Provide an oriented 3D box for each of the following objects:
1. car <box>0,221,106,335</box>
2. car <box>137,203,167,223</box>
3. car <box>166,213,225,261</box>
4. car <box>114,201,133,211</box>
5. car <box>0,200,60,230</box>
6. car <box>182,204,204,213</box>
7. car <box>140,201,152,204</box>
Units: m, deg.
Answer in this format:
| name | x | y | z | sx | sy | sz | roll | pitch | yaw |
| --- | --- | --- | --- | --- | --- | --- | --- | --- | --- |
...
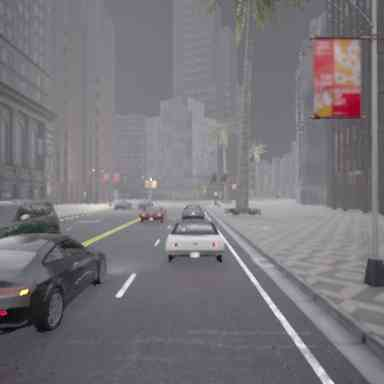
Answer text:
| name | x | y | z | sx | sy | sz | roll | pitch | yaw |
| --- | --- | --- | --- | --- | --- | --- | --- | --- | --- |
| car | -3.147 | 1.579 | 6.796 | 1.812 | 1.442 | 4.674 | 0 | 0 | 0 |
| car | -3.149 | 1.827 | 27.948 | 1.895 | 1.301 | 4.718 | 0 | 0 | 0 |
| car | 0.100 | 1.701 | 12.643 | 1.895 | 1.301 | 4.718 | 0 | 0 | 0 |
| car | -9.864 | 1.948 | 48.126 | 2.033 | 1.411 | 5.357 | 0 | 0 | 0 |
| car | -6.600 | 1.315 | 11.810 | 2.150 | 2.045 | 5.566 | 0 | 0 | 0 |
| car | 0.100 | 1.807 | 30.014 | 1.994 | 1.385 | 4.181 | 0 | 0 | 0 |
| car | -6.619 | 1.945 | 47.836 | 2.033 | 1.411 | 5.357 | 0 | 0 | 0 |
